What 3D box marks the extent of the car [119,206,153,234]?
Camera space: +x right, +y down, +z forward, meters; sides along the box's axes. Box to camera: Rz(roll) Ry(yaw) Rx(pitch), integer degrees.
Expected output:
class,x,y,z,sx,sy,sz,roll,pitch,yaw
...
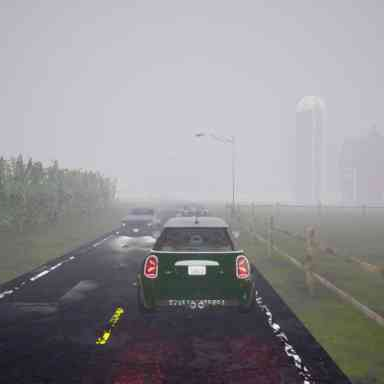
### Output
class,x,y,z,sx,sy,sz,roll,pitch,yaw
car,-2.819,1.548,19.423,2.033,1.411,5.357,0,0,0

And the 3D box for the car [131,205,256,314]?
class,x,y,z,sx,sy,sz,roll,pitch,yaw
car,0.098,1.351,7.775,2.097,1.767,4.553,0,0,0
